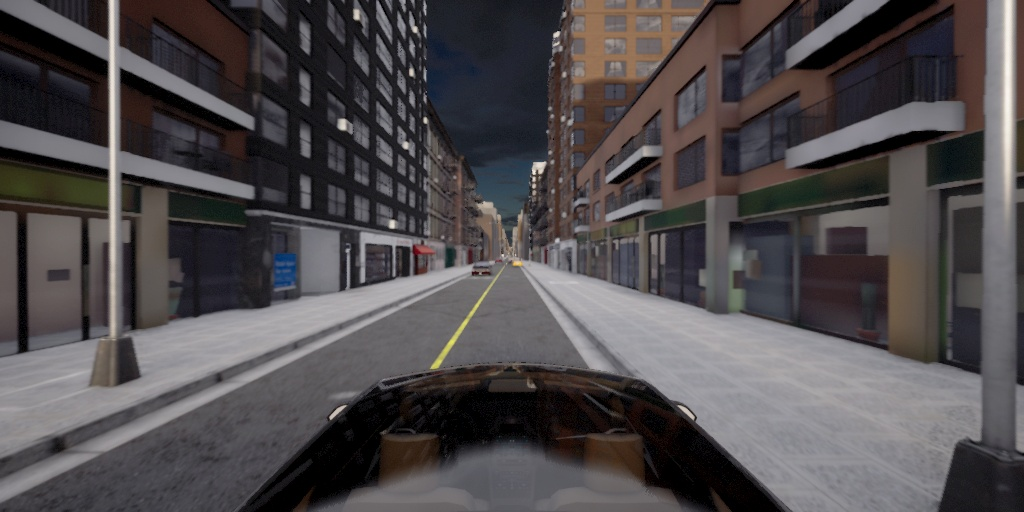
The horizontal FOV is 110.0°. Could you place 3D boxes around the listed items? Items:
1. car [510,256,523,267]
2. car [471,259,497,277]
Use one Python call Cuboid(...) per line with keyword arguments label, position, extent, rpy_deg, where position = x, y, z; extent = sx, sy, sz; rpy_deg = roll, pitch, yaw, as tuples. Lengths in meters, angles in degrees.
Cuboid(label="car", position=(0.942, 1.099, 61.603), extent=(1.801, 1.575, 5.366), rpy_deg=(0, 0, 0))
Cuboid(label="car", position=(-2.856, 1.217, 35.258), extent=(2.033, 1.411, 5.357), rpy_deg=(0, 0, 0))
